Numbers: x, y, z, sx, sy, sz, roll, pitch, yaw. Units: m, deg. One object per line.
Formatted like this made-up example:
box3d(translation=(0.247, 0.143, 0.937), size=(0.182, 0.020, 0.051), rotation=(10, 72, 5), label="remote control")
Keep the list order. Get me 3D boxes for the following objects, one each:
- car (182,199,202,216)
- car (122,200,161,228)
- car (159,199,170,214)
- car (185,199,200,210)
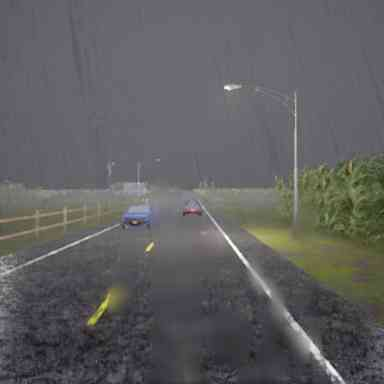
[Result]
box3d(translation=(0.018, 1.669, 33.855), size=(1.994, 1.385, 4.181), rotation=(0, 0, 0), label="car")
box3d(translation=(-3.501, 1.593, 22.907), size=(1.882, 1.535, 5.008), rotation=(0, 0, 0), label="car")
box3d(translation=(-3.502, 1.617, 37.107), size=(1.837, 1.490, 4.892), rotation=(0, 0, 0), label="car")
box3d(translation=(0.032, 1.694, 46.448), size=(1.994, 1.385, 4.181), rotation=(0, 0, 0), label="car")
